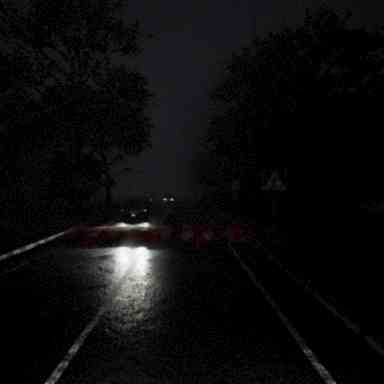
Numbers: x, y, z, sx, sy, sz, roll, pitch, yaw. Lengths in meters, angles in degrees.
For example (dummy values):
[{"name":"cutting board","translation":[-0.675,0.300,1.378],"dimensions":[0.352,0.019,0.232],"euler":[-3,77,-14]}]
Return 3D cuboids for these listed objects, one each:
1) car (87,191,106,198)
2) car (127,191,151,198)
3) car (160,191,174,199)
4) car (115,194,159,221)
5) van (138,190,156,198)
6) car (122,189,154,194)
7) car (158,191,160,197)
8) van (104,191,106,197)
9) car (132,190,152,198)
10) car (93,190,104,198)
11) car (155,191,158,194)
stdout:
[{"name":"car","translation":[-25.083,0.572,87.619],"dimensions":[4.553,1.767,2.185],"euler":[0,-1,-1]},{"name":"car","translation":[-11.761,0.499,73.812],"dimensions":[4.892,1.521,2.231],"euler":[0,0,-1]},{"name":"car","translation":[-4.503,0.567,64.425],"dimensions":[1.994,1.385,4.181],"euler":[0,0,-1]},{"name":"car","translation":[-3.729,1.130,23.268],"dimensions":[2.128,1.511,4.902],"euler":[0,1,-1]},{"name":"van","translation":[-12.205,0.500,90.457],"dimensions":[4.442,1.987,1.878],"euler":[0,-1,-1]},{"name":"car","translation":[-11.514,0.476,71.048],"dimensions":[5.366,1.575,1.946],"euler":[0,0,-1]},{"name":"car","translation":[-12.149,0.768,93.232],"dimensions":[5.008,1.535,2.097],"euler":[0,-1,-1]},{"name":"van","translation":[-25.176,0.430,84.849],"dimensions":[4.442,1.987,1.878],"euler":[0,-1,-1]},{"name":"car","translation":[-11.898,0.434,79.361],"dimensions":[4.553,1.767,2.185],"euler":[0,-1,-1]},{"name":"car","translation":[-24.997,0.614,82.078],"dimensions":[4.892,1.521,2.231],"euler":[0,-1,-1]},{"name":"car","translation":[-11.894,0.348,82.135],"dimensions":[5.566,2.045,2.435],"euler":[0,-1,-1]}]
